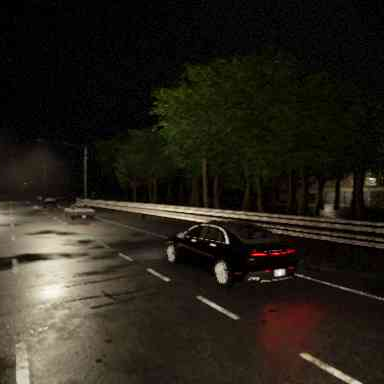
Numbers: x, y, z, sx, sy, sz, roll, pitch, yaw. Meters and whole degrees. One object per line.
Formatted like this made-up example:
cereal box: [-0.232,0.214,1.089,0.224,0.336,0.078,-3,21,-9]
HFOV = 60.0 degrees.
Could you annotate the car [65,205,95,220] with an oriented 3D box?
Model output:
car: [-10.074,1.769,29.717,1.895,1.301,4.718,1,-1,-29]

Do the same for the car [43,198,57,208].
car: [-22.485,1.758,52.632,2.128,1.511,4.902,1,-1,-27]

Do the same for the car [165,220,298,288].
car: [0.846,1.596,9.708,1.837,1.490,4.892,1,-1,-29]
